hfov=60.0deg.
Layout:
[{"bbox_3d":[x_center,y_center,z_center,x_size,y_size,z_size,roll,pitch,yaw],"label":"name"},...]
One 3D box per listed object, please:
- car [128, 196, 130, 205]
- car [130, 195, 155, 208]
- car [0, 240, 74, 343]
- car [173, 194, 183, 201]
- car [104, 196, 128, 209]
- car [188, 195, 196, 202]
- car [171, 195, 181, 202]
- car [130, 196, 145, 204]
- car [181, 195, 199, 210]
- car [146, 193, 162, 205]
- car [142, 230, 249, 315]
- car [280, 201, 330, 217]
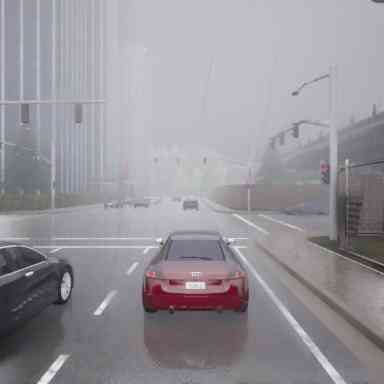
[{"bbox_3d":[-10.604,1.505,54.596,1.837,1.490,4.892,0,0,0],"label":"car"},{"bbox_3d":[-7.106,1.547,47.978,2.033,1.411,5.357,0,0,0],"label":"car"},{"bbox_3d":[-3.444,1.505,5.222,1.837,1.490,4.892,0,0,0],"label":"car"},{"bbox_3d":[-3.531,1.386,84.693,2.128,1.511,4.902,0,0,0],"label":"car"},{"bbox_3d":[-10.609,1.492,45.352,2.128,1.511,4.902,0,0,0],"label":"car"},{"bbox_3d":[-0.029,1.523,77.687,1.812,1.442,4.674,0,0,0],"label":"car"},{"bbox_3d":[-3.528,1.495,74.269,1.837,1.490,4.892,0,0,0],"label":"car"},{"bbox_3d":[-10.556,1.547,64.911,2.033,1.411,5.357,0,0,1],"label":"car"},{"bbox_3d":[-0.092,1.477,43.621,1.882,1.535,5.008,0,0,1],"label":"car"},{"bbox_3d":[-7.096,1.221,58.168,2.150,2.045,5.566,0,0,1],"label":"car"},{"bbox_3d":[0.069,1.564,7.680,1.994,1.385,4.181,0,0,0],"label":"car"},{"bbox_3d":[11.231,1.603,31.806,5.357,1.411,2.033,0,0,0],"label":"car"}]
